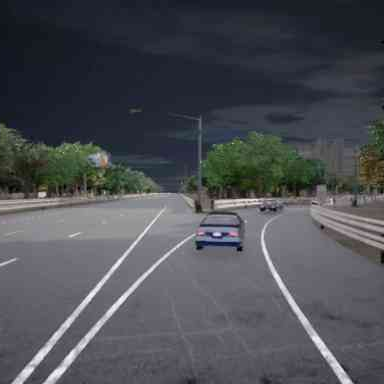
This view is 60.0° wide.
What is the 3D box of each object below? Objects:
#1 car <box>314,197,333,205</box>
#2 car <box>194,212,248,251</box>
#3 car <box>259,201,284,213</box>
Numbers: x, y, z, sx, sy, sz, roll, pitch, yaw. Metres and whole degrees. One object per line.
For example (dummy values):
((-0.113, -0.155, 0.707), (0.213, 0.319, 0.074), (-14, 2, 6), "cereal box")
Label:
((22.627, 1.554, 57.201), (1.882, 1.535, 5.008), (0, 0, 41), "car")
((1.342, 1.555, 14.310), (2.033, 1.411, 5.357), (0, 0, 10), "car")
((9.120, 1.637, 37.694), (1.895, 1.301, 4.718), (0, 0, 27), "car")
